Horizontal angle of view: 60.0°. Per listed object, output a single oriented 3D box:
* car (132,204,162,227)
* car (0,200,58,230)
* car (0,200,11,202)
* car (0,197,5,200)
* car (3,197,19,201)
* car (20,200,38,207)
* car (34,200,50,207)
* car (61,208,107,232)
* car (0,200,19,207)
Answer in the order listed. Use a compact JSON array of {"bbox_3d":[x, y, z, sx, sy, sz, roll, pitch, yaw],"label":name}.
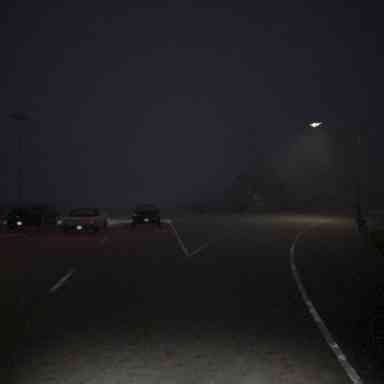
[{"bbox_3d":[-3.064,1.547,22.670,1.812,1.442,4.674,0,0,-7],"label":"car"},{"bbox_3d":[-9.898,1.490,20.947,1.837,1.490,4.892,0,0,-7],"label":"car"},{"bbox_3d":[-13.373,1.466,20.534,1.837,1.490,4.892,0,0,-7],"label":"car"},{"bbox_3d":[-35.881,1.906,61.854,2.150,2.045,5.566,0,-2,-7],"label":"car"},{"bbox_3d":[-32.245,2.179,60.863,1.812,1.442,4.674,0,-2,-7],"label":"car"},{"bbox_3d":[-37.650,2.734,77.078,2.128,1.511,4.902,0,-2,-7],"label":"car"},{"bbox_3d":[-33.941,2.642,75.480,1.882,1.535,5.008,0,-2,-7],"label":"car"},{"bbox_3d":[-6.263,1.608,19.947,1.895,1.301,4.718,0,0,-7],"label":"car"},{"bbox_3d":[-40.891,2.619,74.640,1.837,1.490,4.892,0,-2,-7],"label":"car"}]
